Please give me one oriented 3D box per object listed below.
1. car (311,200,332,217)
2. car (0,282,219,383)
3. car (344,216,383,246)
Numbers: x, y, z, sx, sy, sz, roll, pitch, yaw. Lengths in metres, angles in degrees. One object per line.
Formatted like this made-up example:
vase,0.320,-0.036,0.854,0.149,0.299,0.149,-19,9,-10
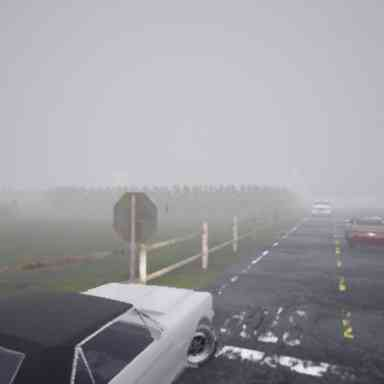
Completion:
car,16.337,2.035,41.923,2.150,2.045,5.566,0,-1,23
car,-1.238,1.664,3.275,1.895,1.301,4.718,-1,-1,20
car,8.756,1.891,16.630,1.994,1.385,4.181,0,-1,22
